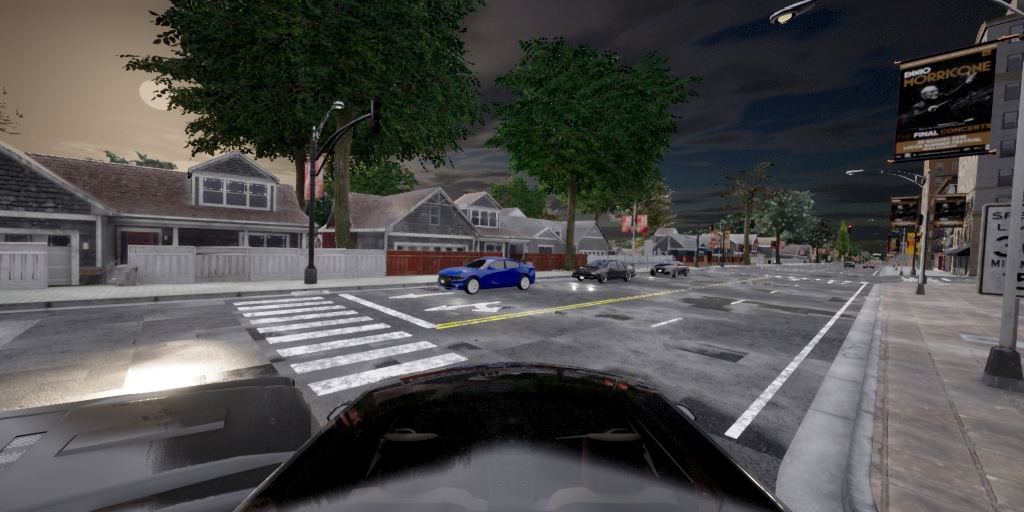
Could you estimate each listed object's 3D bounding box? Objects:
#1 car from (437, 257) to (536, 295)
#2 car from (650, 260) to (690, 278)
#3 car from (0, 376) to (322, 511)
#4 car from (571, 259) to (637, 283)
[{"bbox_3d":[-1.047,0.797,16.525,5.008,1.535,1.882,0,2,-44],"label":"car"},{"bbox_3d":[13.382,1.021,30.298,4.181,1.385,1.994,1,2,-44],"label":"car"},{"bbox_3d":[-3.315,1.281,1.351,4.718,1.301,1.895,1,2,-34],"label":"car"},{"bbox_3d":[6.152,0.934,23.411,5.357,1.411,2.033,1,2,-44],"label":"car"}]
